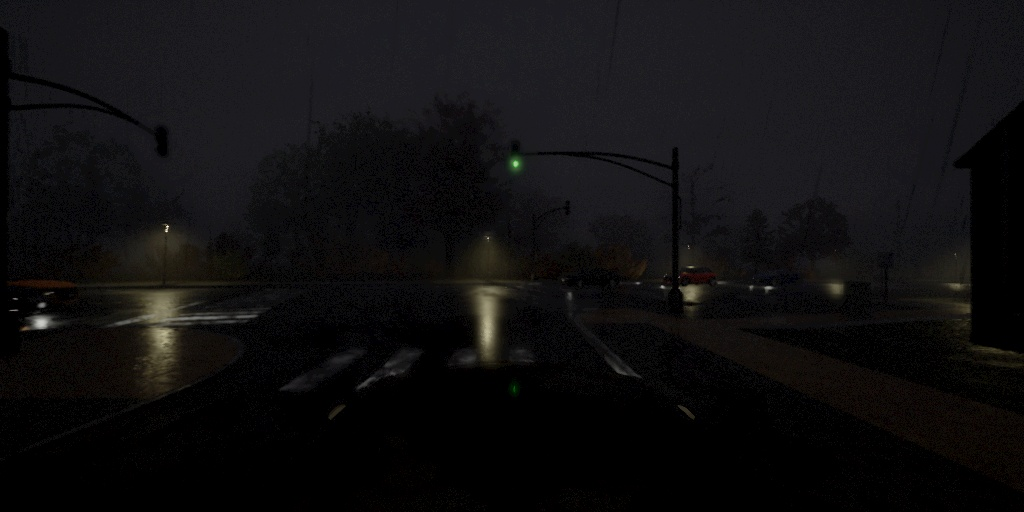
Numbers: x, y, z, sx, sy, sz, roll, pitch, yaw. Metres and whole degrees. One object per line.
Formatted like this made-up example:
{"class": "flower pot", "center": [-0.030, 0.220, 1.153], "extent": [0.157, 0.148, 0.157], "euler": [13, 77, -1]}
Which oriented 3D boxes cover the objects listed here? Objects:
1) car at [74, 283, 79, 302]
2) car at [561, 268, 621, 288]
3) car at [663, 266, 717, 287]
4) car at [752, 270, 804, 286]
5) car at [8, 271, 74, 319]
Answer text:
{"class": "car", "center": [-18.332, 1.093, 12.109], "extent": [5.008, 1.535, 1.882], "euler": [1, -1, -21]}
{"class": "car", "center": [6.277, 1.704, 28.413], "extent": [4.892, 1.490, 1.837], "euler": [1, -1, -18]}
{"class": "car", "center": [15.592, 1.735, 31.488], "extent": [4.553, 1.767, 2.097], "euler": [1, -1, -17]}
{"class": "car", "center": [25.574, 2.055, 34.549], "extent": [5.008, 1.535, 1.882], "euler": [1, 0, -16]}
{"class": "car", "center": [-15.959, 1.122, 9.550], "extent": [4.902, 1.511, 2.128], "euler": [1, -1, -22]}
